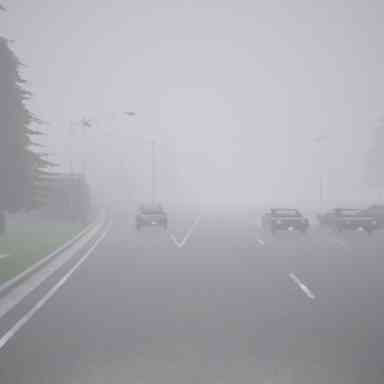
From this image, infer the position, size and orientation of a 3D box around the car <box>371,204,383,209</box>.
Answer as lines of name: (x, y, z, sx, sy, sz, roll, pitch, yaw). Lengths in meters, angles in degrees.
car: (12.416, 1.505, 21.546, 1.812, 1.442, 4.674, 0, 0, 4)

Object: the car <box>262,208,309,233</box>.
car: (5.269, 1.601, 19.447, 1.895, 1.301, 4.718, 0, 0, 4)

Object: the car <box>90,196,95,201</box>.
car: (-25.852, 1.691, 83.688, 1.994, 1.385, 4.181, 0, 0, -29)

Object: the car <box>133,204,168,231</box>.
car: (-2.660, 1.517, 21.034, 2.128, 1.511, 4.902, 0, 0, -12)

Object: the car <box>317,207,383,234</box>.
car: (8.761, 1.590, 19.207, 1.895, 1.301, 4.718, 0, 0, 4)
